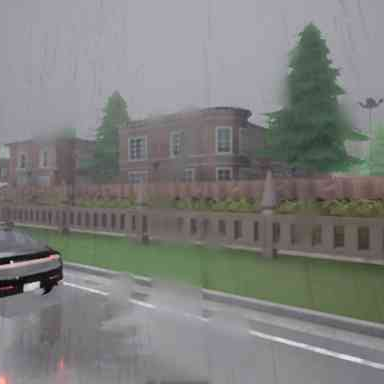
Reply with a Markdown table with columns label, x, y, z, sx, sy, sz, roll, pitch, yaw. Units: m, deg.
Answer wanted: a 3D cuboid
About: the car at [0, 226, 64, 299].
| label | x | y | z | sx | sy | sz | roll | pitch | yaw |
| --- | --- | --- | --- | --- | --- | --- | --- | --- | --- |
| car | -4.894 | 1.516 | 7.475 | 4.902 | 1.511 | 2.128 | 0 | 0 | 36 |
